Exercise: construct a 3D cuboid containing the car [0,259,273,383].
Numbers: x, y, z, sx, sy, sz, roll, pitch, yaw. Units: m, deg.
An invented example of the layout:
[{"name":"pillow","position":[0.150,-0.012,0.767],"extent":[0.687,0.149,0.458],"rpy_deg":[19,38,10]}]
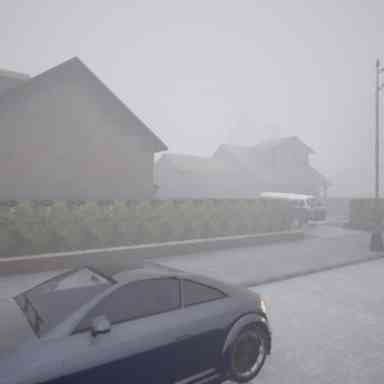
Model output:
[{"name":"car","position":[-0.999,1.577,3.899],"extent":[4.181,1.385,1.994],"rpy_deg":[1,0,-36]}]
